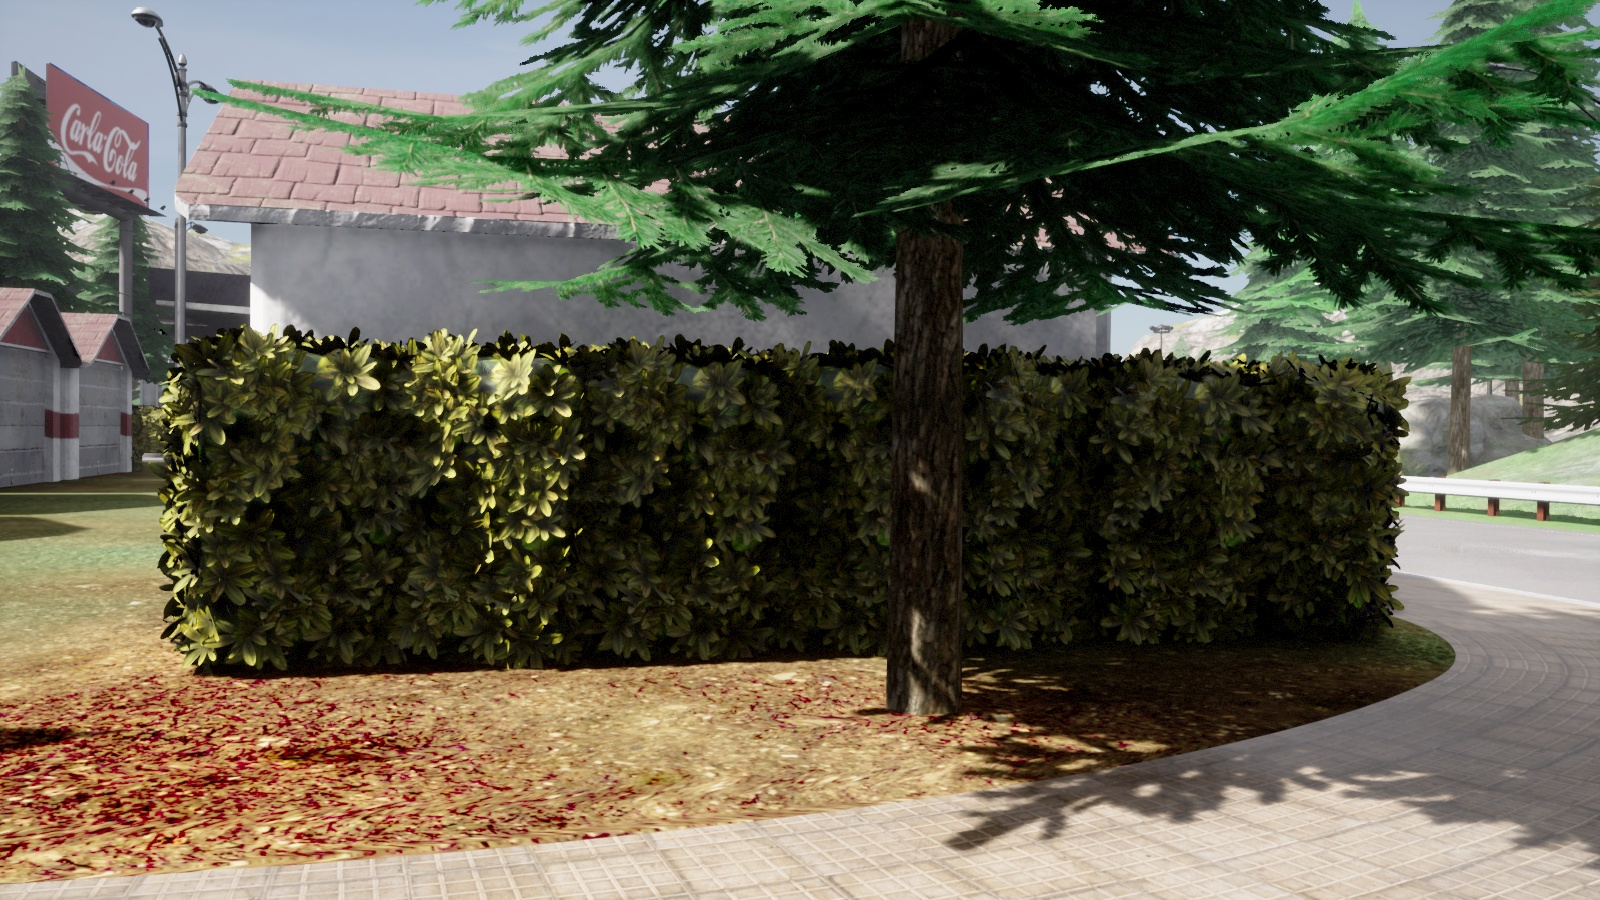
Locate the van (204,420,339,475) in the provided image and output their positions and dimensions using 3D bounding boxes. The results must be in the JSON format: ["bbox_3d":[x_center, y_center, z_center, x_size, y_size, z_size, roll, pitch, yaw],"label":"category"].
[{"bbox_3d":[-19.764,-0.103,47.132,4.442,1.987,1.775,0,0,-14],"label":"van"}]
